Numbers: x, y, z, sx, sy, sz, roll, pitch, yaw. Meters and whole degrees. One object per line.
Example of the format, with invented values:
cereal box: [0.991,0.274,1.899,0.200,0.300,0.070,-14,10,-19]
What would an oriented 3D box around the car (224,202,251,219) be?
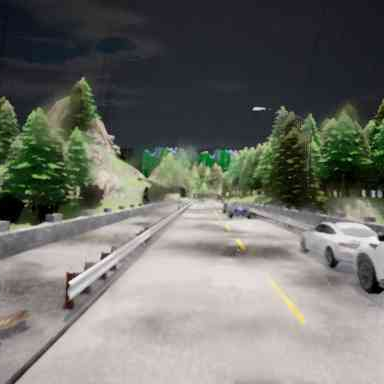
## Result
car: [4.941,1.828,35.400,2.097,1.767,4.553,2,-1,2]

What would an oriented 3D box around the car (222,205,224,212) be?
car: [5.181,2.128,45.649,2.033,1.411,5.357,2,-1,2]

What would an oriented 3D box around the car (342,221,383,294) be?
car: [5.152,1.377,6.267,2.150,2.045,5.566,-2,-1,2]

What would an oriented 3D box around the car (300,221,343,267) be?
car: [5.440,1.796,12.239,1.812,1.442,4.674,2,-1,2]
